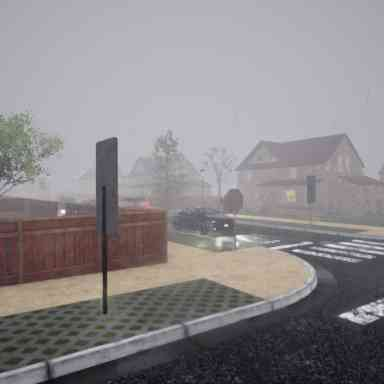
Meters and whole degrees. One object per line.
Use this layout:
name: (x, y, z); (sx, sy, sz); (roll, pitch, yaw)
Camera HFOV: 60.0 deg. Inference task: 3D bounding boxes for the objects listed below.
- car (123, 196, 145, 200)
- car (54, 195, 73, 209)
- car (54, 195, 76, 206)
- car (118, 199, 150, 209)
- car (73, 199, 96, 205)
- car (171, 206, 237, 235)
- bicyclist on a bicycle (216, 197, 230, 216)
car: (-5.973, 1.214, 32.635); (2.097, 1.767, 4.553); (0, 0, -36)
car: (-15.948, 1.424, 41.544); (1.895, 1.301, 4.718); (0, 0, -35)
car: (-19.929, 1.266, 52.054); (2.128, 1.511, 4.902); (0, 0, -36)
car: (-4.555, 1.504, 25.606); (1.895, 1.301, 4.718); (0, 0, -36)
car: (-10.075, 1.426, 33.312); (1.994, 1.385, 4.181); (0, 0, -35)
car: (0.573, 1.508, 18.464); (1.994, 1.385, 4.181); (0, 0, -36)
bicyclist on a bicycle: (2.358, 1.197, 26.018); (1.656, 1.620, 0.582); (-1, 1, -36)
